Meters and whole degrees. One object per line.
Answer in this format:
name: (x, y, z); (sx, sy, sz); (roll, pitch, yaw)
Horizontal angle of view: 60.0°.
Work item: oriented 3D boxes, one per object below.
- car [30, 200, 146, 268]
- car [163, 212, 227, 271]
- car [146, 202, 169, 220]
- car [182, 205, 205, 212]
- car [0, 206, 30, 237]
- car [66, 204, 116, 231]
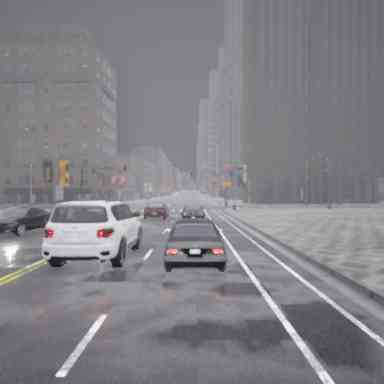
car: (-3.163, 1.284, 11.646); (2.150, 2.045, 5.566); (0, 0, 0)
car: (0.089, 1.605, 11.127); (2.033, 1.411, 5.357); (0, 0, 0)
car: (-3.148, 1.646, 30.283); (1.882, 1.535, 5.008); (0, 0, 0)
car: (0.097, 1.757, 28.186); (1.895, 1.301, 4.718); (0, 0, 0)
car: (-9.844, 1.580, 19.043); (1.882, 1.535, 5.008); (0, 0, 0)
car: (-6.591, 1.628, 22.334); (1.837, 1.490, 4.892); (0, -1, 0)
